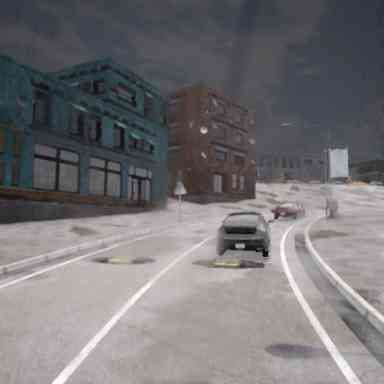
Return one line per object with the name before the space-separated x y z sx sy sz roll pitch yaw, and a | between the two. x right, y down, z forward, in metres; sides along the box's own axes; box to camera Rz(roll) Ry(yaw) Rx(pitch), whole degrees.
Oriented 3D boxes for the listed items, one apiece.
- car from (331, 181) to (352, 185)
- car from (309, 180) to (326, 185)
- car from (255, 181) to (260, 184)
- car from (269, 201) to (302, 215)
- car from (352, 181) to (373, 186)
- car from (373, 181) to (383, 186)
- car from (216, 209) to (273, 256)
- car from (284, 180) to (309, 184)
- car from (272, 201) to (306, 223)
car | 35.570 -1.883 81.161 4.674 1.452 2.002 1 -5 -8
car | 30.078 -2.012 80.385 4.892 1.521 2.231 1 -5 -7
car | 13.739 -2.298 78.400 4.553 1.767 2.185 0 -5 -7
car | 10.712 1.788 38.024 1.994 1.385 4.181 -4 -3 40
car | 41.045 -1.819 82.060 5.008 1.535 2.097 1 -5 -9
car | 46.476 -1.830 83.079 4.553 1.767 2.185 1 -5 -10
car | 2.168 1.543 13.394 1.837 1.490 4.892 -1 0 14
car | 24.600 -2.074 79.711 4.892 1.521 2.231 1 -5 -7
car | 8.334 1.565 28.321 1.812 1.442 4.674 -3 -1 30
